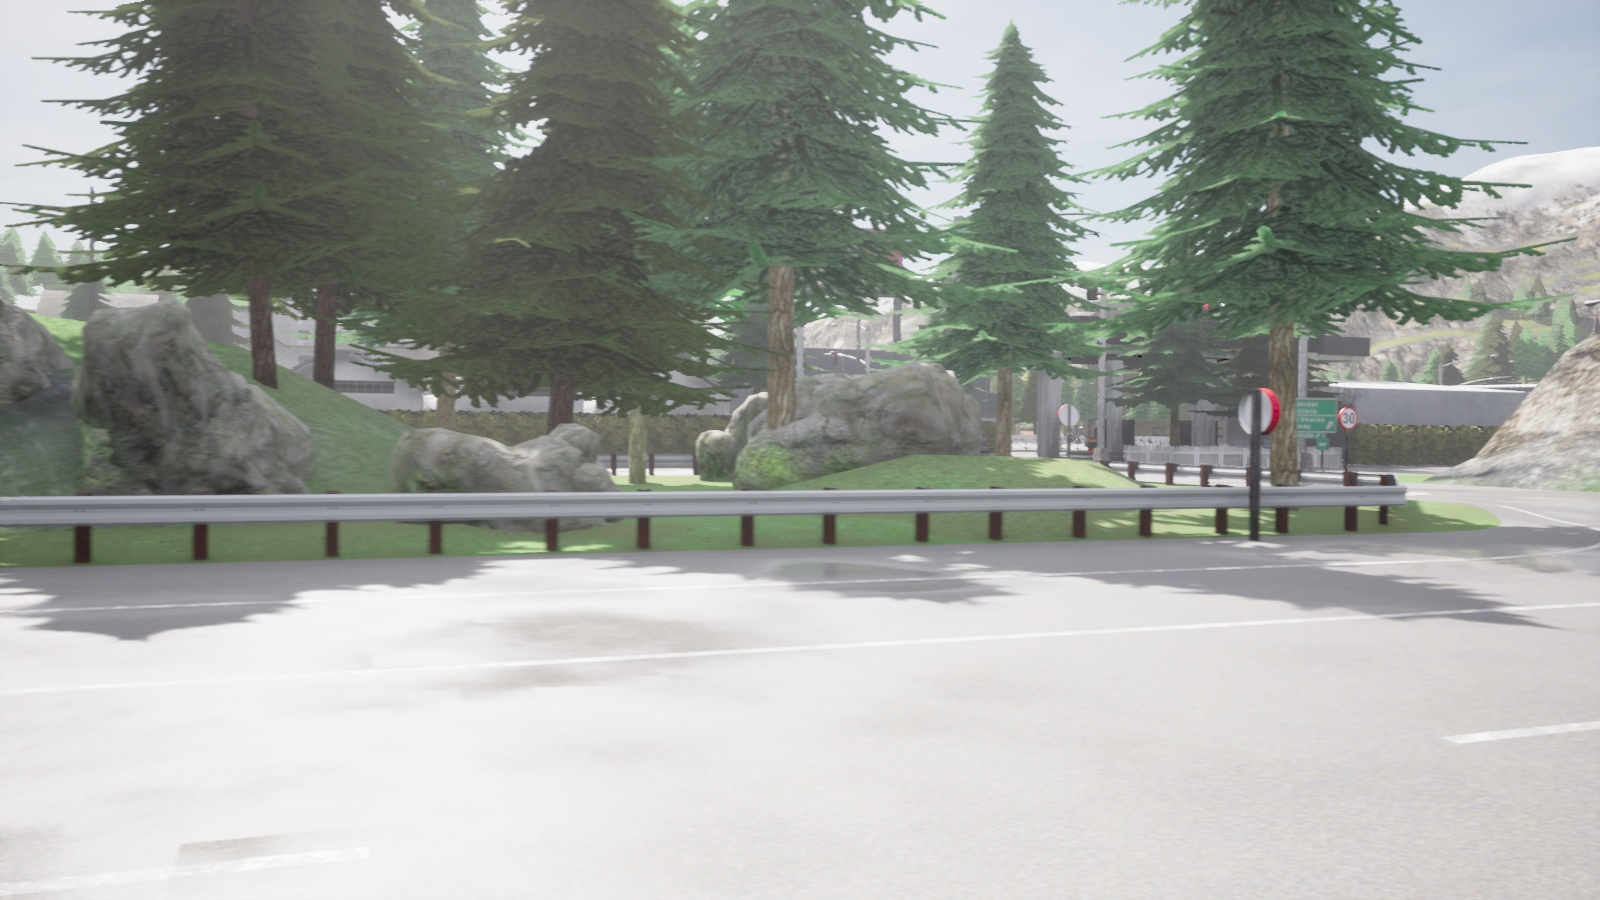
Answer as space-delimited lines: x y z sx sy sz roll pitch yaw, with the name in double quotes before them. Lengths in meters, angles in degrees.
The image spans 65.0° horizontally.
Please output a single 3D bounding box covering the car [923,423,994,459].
"car" 7.198 -0.428 57.405 1.789 1.549 3.705 -1 1 -19
